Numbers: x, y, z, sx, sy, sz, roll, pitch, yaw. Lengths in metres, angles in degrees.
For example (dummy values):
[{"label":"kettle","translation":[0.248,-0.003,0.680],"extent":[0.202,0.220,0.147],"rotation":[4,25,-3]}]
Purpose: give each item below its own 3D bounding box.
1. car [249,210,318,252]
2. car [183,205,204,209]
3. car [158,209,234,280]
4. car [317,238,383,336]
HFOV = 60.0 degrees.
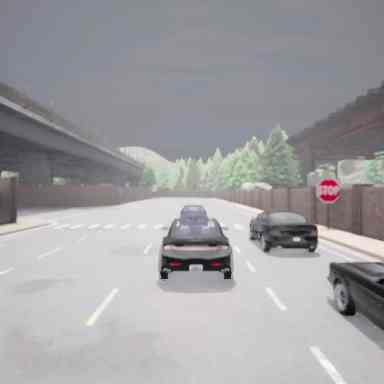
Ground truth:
[{"label":"car","translation":[3.606,1.473,13.888],"extent":[1.882,1.535,5.008],"rotation":[0,0,0]},{"label":"car","translation":[0.083,1.539,21.757],"extent":[2.033,1.411,5.357],"rotation":[0,0,0]},{"label":"car","translation":[0.098,1.488,9.886],"extent":[2.128,1.511,4.902],"rotation":[0,0,0]},{"label":"car","translation":[3.603,1.599,4.547],"extent":[1.895,1.301,4.718],"rotation":[0,0,0]}]
